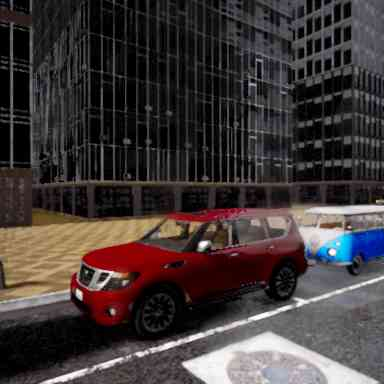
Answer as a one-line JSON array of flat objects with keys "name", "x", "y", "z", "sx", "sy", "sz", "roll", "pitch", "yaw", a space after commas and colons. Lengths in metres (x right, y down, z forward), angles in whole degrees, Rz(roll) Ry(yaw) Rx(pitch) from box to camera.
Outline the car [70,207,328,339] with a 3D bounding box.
[{"name": "car", "x": 0.259, "y": 1.306, "z": 6.746, "sx": 5.009, "sy": 1.841, "sz": 2.192, "roll": 0, "pitch": 0, "yaw": -36}]

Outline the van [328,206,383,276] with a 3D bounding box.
[{"name": "van", "x": 4.873, "y": 1.320, "z": 10.039, "sx": 3.998, "sy": 1.788, "sz": 1.690, "roll": 0, "pitch": 0, "yaw": -36}]
